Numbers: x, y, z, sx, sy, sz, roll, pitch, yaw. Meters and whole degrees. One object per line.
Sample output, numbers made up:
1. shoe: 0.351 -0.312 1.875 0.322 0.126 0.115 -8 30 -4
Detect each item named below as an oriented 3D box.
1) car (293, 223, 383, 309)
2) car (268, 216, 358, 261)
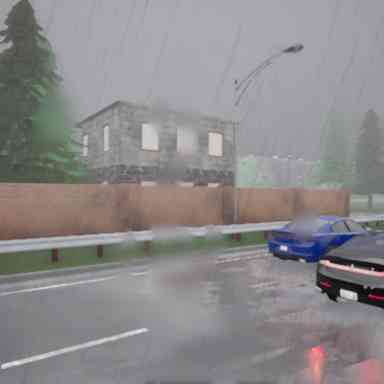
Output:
1. car: 4.641 1.552 7.064 4.902 1.511 2.128 0 0 -35
2. car: 4.783 1.559 11.462 5.008 1.535 1.882 0 0 -35
